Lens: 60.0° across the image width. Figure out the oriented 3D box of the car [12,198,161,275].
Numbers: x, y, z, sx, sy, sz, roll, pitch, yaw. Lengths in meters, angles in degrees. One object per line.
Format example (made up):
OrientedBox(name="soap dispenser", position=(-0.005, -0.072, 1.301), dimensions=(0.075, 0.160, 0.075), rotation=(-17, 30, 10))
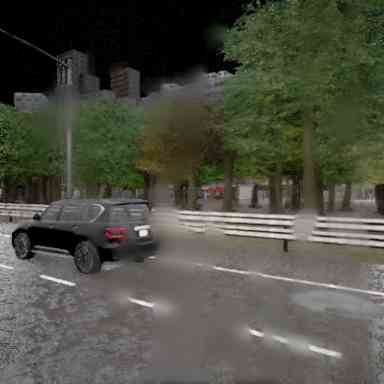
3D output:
OrientedBox(name="car", position=(-3.510, 1.222, 10.678), dimensions=(5.566, 2.045, 2.150), rotation=(0, 0, 36))
